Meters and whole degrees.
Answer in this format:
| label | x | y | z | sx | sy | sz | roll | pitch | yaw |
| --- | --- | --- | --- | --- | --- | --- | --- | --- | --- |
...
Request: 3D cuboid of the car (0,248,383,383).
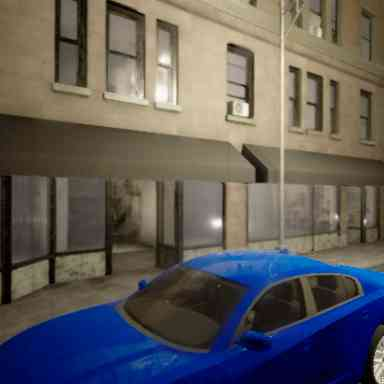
| label | x | y | z | sx | sy | sz | roll | pitch | yaw |
| --- | --- | --- | --- | --- | --- | --- | --- | --- | --- |
| car | 0.493 | 1.480 | 3.720 | 5.008 | 1.535 | 1.882 | 0 | 0 | -35 |
